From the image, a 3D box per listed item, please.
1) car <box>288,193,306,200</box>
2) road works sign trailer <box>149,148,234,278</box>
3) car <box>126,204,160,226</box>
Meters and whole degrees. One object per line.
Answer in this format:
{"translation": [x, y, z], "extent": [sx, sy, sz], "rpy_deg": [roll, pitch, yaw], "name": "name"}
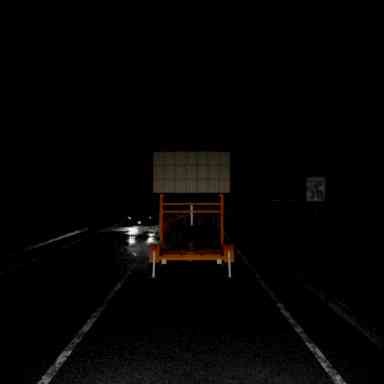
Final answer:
{"translation": [22.574, 0.954, 70.718], "extent": [5.008, 1.535, 1.882], "rpy_deg": [-2, 0, -32], "name": "car"}
{"translation": [-0.011, 0.467, 10.114], "extent": [2.380, 3.560, 2.880], "rpy_deg": [0, 0, 0], "name": "road works sign trailer"}
{"translation": [-3.208, 1.555, 23.706], "extent": [2.033, 1.411, 5.357], "rpy_deg": [0, 0, 3], "name": "car"}
